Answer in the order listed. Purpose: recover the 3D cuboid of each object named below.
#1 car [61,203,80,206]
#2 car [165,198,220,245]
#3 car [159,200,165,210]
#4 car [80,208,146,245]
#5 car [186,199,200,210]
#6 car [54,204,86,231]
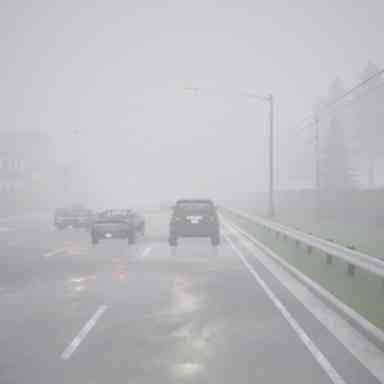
[{"bbox_3d":[-10.380,1.651,29.037,1.812,1.442,4.674,0,0,0],"label":"car"},{"bbox_3d":[0.111,1.293,16.169,2.150,2.045,5.566,0,0,0],"label":"car"},{"bbox_3d":[-3.371,1.761,45.750,1.994,1.385,4.181,0,0,0],"label":"car"},{"bbox_3d":[-3.392,1.561,15.951,2.128,1.511,4.902,0,0,0],"label":"car"},{"bbox_3d":[0.134,1.730,47.632,1.812,1.442,4.674,0,0,0],"label":"car"},{"bbox_3d":[-6.888,1.692,21.071,1.895,1.301,4.718,0,0,0],"label":"car"}]
